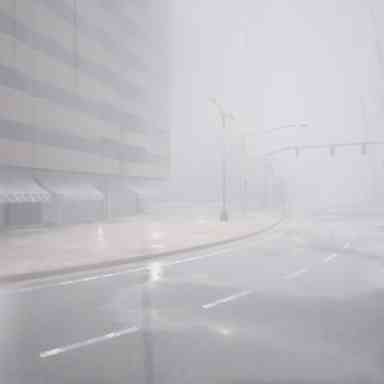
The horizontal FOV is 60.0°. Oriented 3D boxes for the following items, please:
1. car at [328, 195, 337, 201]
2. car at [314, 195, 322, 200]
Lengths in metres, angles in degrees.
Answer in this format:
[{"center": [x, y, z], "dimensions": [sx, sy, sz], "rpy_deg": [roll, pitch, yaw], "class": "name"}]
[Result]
[{"center": [37.171, 1.507, 88.189], "dimensions": [2.128, 1.511, 4.902], "rpy_deg": [0, 0, 21], "class": "car"}, {"center": [33.900, 1.460, 89.435], "dimensions": [1.882, 1.535, 5.008], "rpy_deg": [0, 0, 21], "class": "car"}]
